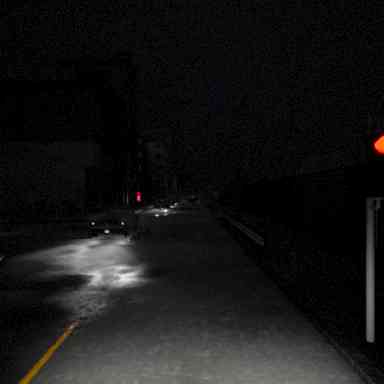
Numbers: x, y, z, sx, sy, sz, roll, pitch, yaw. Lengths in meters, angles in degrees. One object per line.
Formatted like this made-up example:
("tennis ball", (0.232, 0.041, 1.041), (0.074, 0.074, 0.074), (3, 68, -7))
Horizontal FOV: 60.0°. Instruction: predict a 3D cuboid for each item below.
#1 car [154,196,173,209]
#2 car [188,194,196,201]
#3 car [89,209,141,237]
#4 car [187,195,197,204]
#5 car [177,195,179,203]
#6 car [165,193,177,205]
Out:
("car", (-4.066, 1.564, 45.730), (1.994, 1.385, 4.181), (0, 0, 0))
("car", (0.044, 1.310, 76.733), (1.882, 1.535, 5.008), (0, 0, 0))
("car", (-4.084, 1.601, 18.241), (1.895, 1.301, 4.718), (0, 0, 0))
("car", (0.040, 1.491, 66.313), (2.128, 1.511, 4.902), (0, 0, 0))
("car", (-3.960, 1.222, 69.318), (2.150, 2.045, 5.566), (0, 0, 0))
("car", (-4.052, 1.352, 55.461), (2.097, 1.767, 4.553), (0, 0, 0))
